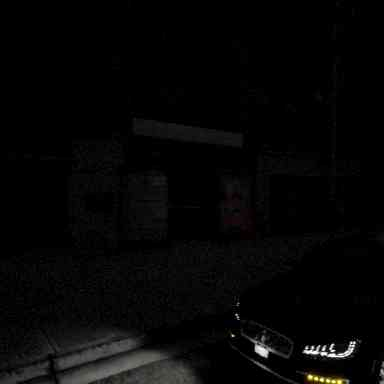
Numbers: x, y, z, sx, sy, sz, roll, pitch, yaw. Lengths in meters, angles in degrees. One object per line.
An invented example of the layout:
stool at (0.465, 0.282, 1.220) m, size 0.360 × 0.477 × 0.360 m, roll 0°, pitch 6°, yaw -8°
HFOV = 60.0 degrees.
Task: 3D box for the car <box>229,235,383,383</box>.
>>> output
car at (2.742, 1.474, 4.994) m, size 4.892 × 1.490 × 1.837 m, roll 0°, pitch 1°, yaw -35°
